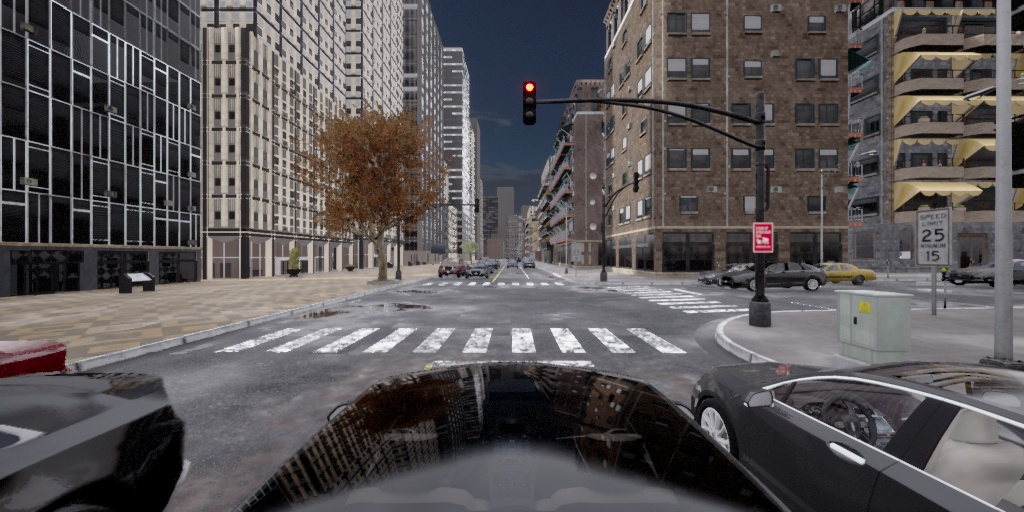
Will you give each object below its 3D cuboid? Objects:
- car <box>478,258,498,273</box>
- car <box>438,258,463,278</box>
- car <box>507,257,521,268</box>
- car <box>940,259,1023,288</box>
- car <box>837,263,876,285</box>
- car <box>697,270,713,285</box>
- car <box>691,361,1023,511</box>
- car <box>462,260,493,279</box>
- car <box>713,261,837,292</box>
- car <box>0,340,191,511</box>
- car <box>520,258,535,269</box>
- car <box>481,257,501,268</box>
[{"bbox_3d":[-3.088,1.317,42.259,2.033,1.411,5.357,0,0,0],"label":"car"},{"bbox_3d":[-5.682,1.078,34.393,2.192,1.841,5.009,0,0,0],"label":"car"},{"bbox_3d":[0.129,1.334,60.348,2.033,1.411,5.357,0,0,0],"label":"car"},{"bbox_3d":[26.226,0.915,18.949,5.357,1.411,2.033,-1,0,-1],"label":"car"},{"bbox_3d":[18.838,0.992,21.468,4.829,1.417,1.751,0,0,-1],"label":"car"},{"bbox_3d":[13.441,1.095,21.415,4.403,1.370,2.007,0,0,-1],"label":"car"},{"bbox_3d":[2.689,1.300,2.002,2.007,1.370,4.403,0,0,0],"label":"car"},{"bbox_3d":[-3.082,1.326,32.874,1.994,1.385,4.181,0,0,1],"label":"car"},{"bbox_3d":[13.655,1.047,18.837,4.892,1.490,1.837,-1,0,0],"label":"car"},{"bbox_3d":[-3.111,1.242,0.347,2.128,1.511,4.902,0,0,0],"label":"car"},{"bbox_3d":[2.706,1.348,56.481,1.948,1.339,4.313,0,0,0],"label":"car"},{"bbox_3d":[-3.074,1.130,52.408,2.097,1.767,4.553,0,0,0],"label":"car"}]
